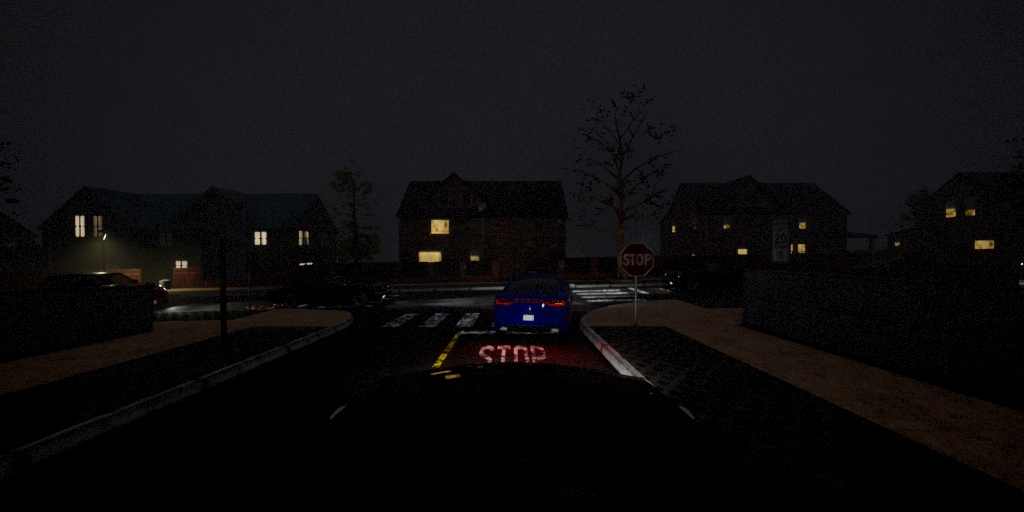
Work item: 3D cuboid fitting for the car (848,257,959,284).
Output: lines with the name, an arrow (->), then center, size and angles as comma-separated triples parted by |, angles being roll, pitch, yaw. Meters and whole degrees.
car -> 20.062, 0.753, 18.605 | 5.357, 1.411, 2.033 | -1, 1, 0

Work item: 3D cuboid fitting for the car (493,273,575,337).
car -> 0.789, 1.226, 10.440 | 1.882, 1.535, 5.008 | 0, 0, 10

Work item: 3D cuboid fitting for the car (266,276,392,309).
car -> -7.807, 1.506, 15.651 | 4.718, 1.301, 1.895 | -1, 1, 0

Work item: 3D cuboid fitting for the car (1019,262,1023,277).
car -> 29.572, 0.334, 18.593 | 4.553, 1.767, 2.097 | -1, 1, 0

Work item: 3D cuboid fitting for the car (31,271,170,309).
car -> -17.897, 1.498, 15.647 | 4.553, 1.767, 2.097 | -1, 1, 0

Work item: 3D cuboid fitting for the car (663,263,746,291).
car -> 10.416, 1.034, 18.572 | 4.718, 1.301, 1.895 | -1, 1, -1
